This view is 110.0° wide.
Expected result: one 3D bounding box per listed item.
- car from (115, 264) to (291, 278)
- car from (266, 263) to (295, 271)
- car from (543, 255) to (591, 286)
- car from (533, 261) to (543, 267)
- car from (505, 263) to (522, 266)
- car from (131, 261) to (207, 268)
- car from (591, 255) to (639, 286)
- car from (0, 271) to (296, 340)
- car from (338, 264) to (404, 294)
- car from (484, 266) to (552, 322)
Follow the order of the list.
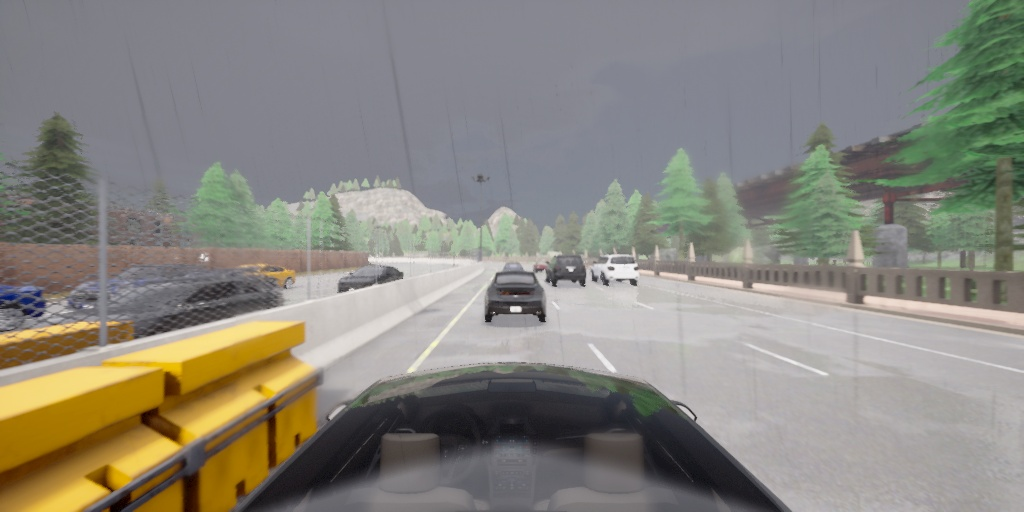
[{"bbox_3d":[-10.583,1.222,12.803,2.128,1.511,4.902,0,0,0],"label":"car"},{"bbox_3d":[-14.048,1.195,19.670,1.882,1.535,5.008,0,0,1],"label":"car"},{"bbox_3d":[3.603,0.926,24.596,2.150,2.045,5.566,0,1,0],"label":"car"},{"bbox_3d":[3.485,1.265,42.068,1.895,1.301,4.718,0,0,-1],"label":"car"},{"bbox_3d":[0.103,1.240,29.437,2.033,1.411,5.357,0,0,0],"label":"car"},{"bbox_3d":[-13.998,1.081,14.090,2.097,1.767,4.553,0,0,0],"label":"car"},{"bbox_3d":[7.050,0.923,25.083,2.150,2.045,5.566,0,1,0],"label":"car"},{"bbox_3d":[-7.090,1.246,7.778,1.837,1.490,4.892,0,0,0],"label":"car"},{"bbox_3d":[-7.058,1.195,18.452,1.882,1.535,5.008,0,0,0],"label":"car"},{"bbox_3d":[0.101,1.231,12.202,1.837,1.490,4.892,0,0,0],"label":"car"}]
